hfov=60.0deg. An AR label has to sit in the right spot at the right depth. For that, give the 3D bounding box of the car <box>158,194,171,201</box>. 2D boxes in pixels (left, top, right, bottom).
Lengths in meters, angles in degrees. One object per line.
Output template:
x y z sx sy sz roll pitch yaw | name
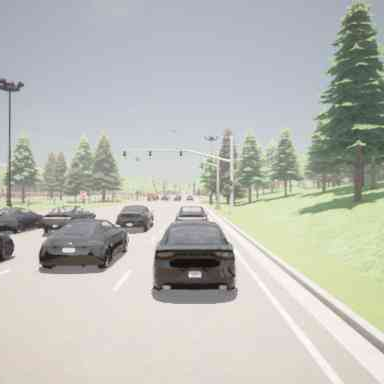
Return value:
-7.556 1.788 91.859 1.837 1.490 4.892 0 0 0 | car

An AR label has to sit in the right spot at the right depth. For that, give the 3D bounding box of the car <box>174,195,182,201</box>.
-4.056 1.813 91.880 2.128 1.511 4.902 0 0 0 | car

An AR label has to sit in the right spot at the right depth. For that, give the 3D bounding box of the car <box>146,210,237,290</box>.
0.048 1.508 9.190 1.882 1.535 5.008 0 0 0 | car

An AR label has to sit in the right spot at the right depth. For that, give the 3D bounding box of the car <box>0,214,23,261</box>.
-6.966 1.557 9.423 1.812 1.442 4.674 0 0 -1 | car

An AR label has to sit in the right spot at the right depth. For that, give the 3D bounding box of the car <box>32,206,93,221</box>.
-7.018 1.556 19.460 2.128 1.511 4.902 0 0 0 | car

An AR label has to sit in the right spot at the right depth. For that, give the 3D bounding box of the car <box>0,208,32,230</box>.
-10.521 1.630 19.897 1.994 1.385 4.181 0 0 0 | car

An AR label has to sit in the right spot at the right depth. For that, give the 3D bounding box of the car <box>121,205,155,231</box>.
-3.526 1.575 21.139 1.837 1.490 4.892 0 0 0 | car

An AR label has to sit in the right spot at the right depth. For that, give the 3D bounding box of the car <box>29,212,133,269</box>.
-3.468 1.601 11.332 1.994 1.385 4.181 0 0 0 | car

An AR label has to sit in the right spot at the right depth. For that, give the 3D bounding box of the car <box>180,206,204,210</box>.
-0.017 1.555 19.399 2.128 1.511 4.902 0 0 0 | car

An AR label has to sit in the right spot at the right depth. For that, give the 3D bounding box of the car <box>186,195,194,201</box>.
-0.559 1.842 92.318 1.994 1.385 4.181 0 0 0 | car

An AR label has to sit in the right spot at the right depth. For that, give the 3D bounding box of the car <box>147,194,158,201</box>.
-11.056 1.513 91.868 2.150 2.045 5.566 0 0 0 | car

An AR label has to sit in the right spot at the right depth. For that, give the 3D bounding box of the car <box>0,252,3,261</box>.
-3.412 1.533 2.022 1.812 1.442 4.674 0 0 0 | car
